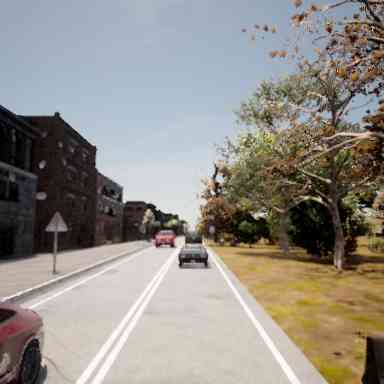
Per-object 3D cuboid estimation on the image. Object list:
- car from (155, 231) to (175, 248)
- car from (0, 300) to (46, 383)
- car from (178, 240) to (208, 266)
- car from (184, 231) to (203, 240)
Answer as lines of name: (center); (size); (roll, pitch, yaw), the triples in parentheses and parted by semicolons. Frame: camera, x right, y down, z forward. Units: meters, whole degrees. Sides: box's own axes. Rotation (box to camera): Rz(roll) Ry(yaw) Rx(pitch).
car: (-3.250, 5.784, 40.836); (2.150, 2.045, 5.566); (0, -7, 0)
car: (-3.338, 2.023, 3.844); (1.812, 1.442, 4.674); (0, -10, 0)
car: (0.089, 4.124, 22.264); (1.895, 1.301, 4.718); (0, -6, 1)
car: (0.192, 6.035, 43.028); (2.150, 2.045, 5.566); (0, -7, 0)
